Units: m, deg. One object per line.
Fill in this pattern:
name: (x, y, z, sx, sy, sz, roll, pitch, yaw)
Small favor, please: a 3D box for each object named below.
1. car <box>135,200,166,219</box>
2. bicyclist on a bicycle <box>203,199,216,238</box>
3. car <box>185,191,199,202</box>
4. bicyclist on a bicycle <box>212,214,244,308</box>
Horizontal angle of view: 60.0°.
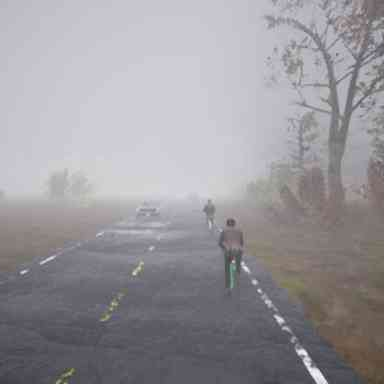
car: (-3.096, 1.296, 25.492, 1.895, 1.301, 4.718, 0, 1, 0)
bicyclist on a bicycle: (0.819, 1.184, 15.524, 0.659, 1.776, 1.843, -1, 1, 0)
car: (0.109, 0.893, 56.533, 1.994, 1.385, 4.181, 0, 1, 0)
bicyclist on a bicycle: (0.814, 1.370, 6.763, 0.582, 1.620, 1.656, -1, 0, 0)
